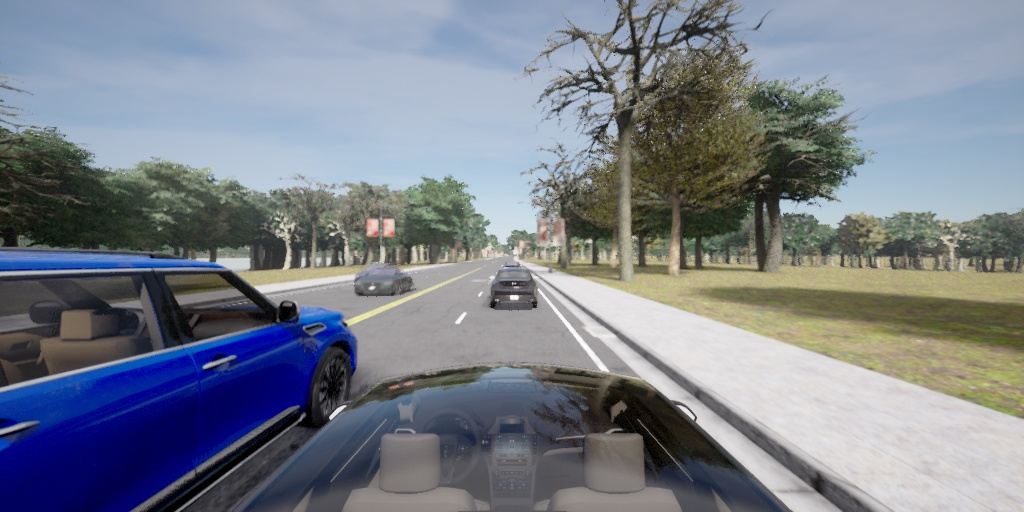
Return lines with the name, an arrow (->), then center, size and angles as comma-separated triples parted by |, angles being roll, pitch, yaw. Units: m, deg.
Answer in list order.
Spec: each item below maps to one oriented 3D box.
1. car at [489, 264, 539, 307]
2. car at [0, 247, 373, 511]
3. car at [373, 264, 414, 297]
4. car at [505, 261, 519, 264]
car -> 0.081, 1.257, 15.372 | 1.837, 1.490, 4.892 | 0, 0, 0
car -> -3.152, 0.972, 2.490 | 2.150, 2.045, 5.566 | 0, 0, 0
car -> -6.617, 1.318, 18.950 | 1.994, 1.385, 4.181 | 0, 0, 0
car -> -0.001, 1.253, 34.092 | 2.128, 1.511, 4.902 | 0, 0, 0
